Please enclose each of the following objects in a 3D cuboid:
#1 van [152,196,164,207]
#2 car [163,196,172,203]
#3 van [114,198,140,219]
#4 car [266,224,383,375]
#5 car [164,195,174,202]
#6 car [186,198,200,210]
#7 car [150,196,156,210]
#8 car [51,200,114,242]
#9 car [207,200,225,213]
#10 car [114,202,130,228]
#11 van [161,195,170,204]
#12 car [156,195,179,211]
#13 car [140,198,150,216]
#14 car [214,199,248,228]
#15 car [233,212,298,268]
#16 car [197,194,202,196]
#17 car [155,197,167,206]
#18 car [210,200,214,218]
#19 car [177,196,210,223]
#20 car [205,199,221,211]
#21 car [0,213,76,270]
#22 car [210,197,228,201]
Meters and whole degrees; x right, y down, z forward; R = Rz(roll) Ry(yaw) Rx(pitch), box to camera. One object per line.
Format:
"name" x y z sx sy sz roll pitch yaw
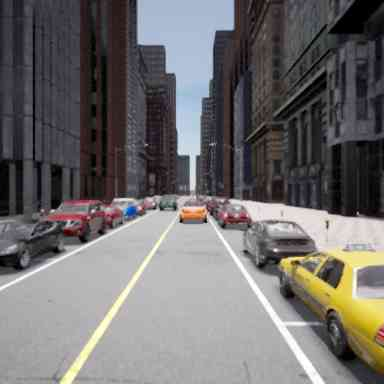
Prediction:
"van" -5.750 1.541 56.330 1.690 1.788 3.998 0 0 0
"car" -5.744 1.728 78.875 1.967 1.590 4.097 0 0 0
"van" -5.758 1.441 28.146 1.690 1.788 3.998 0 0 0
"car" 2.762 1.546 5.778 1.752 1.417 4.829 0 0 0
"car" -5.742 1.625 84.513 2.192 1.841 5.009 0 0 0
"car" 0.113 1.668 46.528 1.837 1.490 4.892 0 -1 0
"car" -5.753 1.600 45.056 1.967 1.590 4.097 0 0 0
"car" -5.761 1.375 16.873 2.192 1.841 5.009 0 0 0
"car" 2.771 1.684 39.426 1.887 1.381 4.507 0 0 0
"car" -5.758 1.625 22.509 1.887 1.381 4.507 0 0 0
"van" -5.745 1.606 73.239 1.690 1.788 3.998 0 0 0
"car" -3.013 1.376 43.236 2.150 2.045 5.566 0 -1 0
"car" -5.756 1.560 33.783 1.967 1.590 4.097 0 0 0
"car" 2.766 1.519 22.516 1.967 1.590 4.097 0 0 0
"car" 2.763 1.590 11.244 2.008 1.369 4.403 0 0 0
"car" 2.784 1.891 84.515 1.802 1.307 4.206 0 0 0
"car" -5.748 1.746 61.796 1.752 1.417 4.829 0 0 0
"car" 2.768 1.665 28.153 1.947 1.339 4.313 0 0 0
"car" 0.107 1.447 26.952 2.097 1.767 4.553 0 0 0
"car" 2.773 1.725 45.062 1.947 1.339 4.313 0 0 0
"car" -5.761 1.606 11.235 1.947 1.339 4.313 0 0 0
"car" 2.769 1.434 33.790 2.192 1.841 5.009 0 0 0
